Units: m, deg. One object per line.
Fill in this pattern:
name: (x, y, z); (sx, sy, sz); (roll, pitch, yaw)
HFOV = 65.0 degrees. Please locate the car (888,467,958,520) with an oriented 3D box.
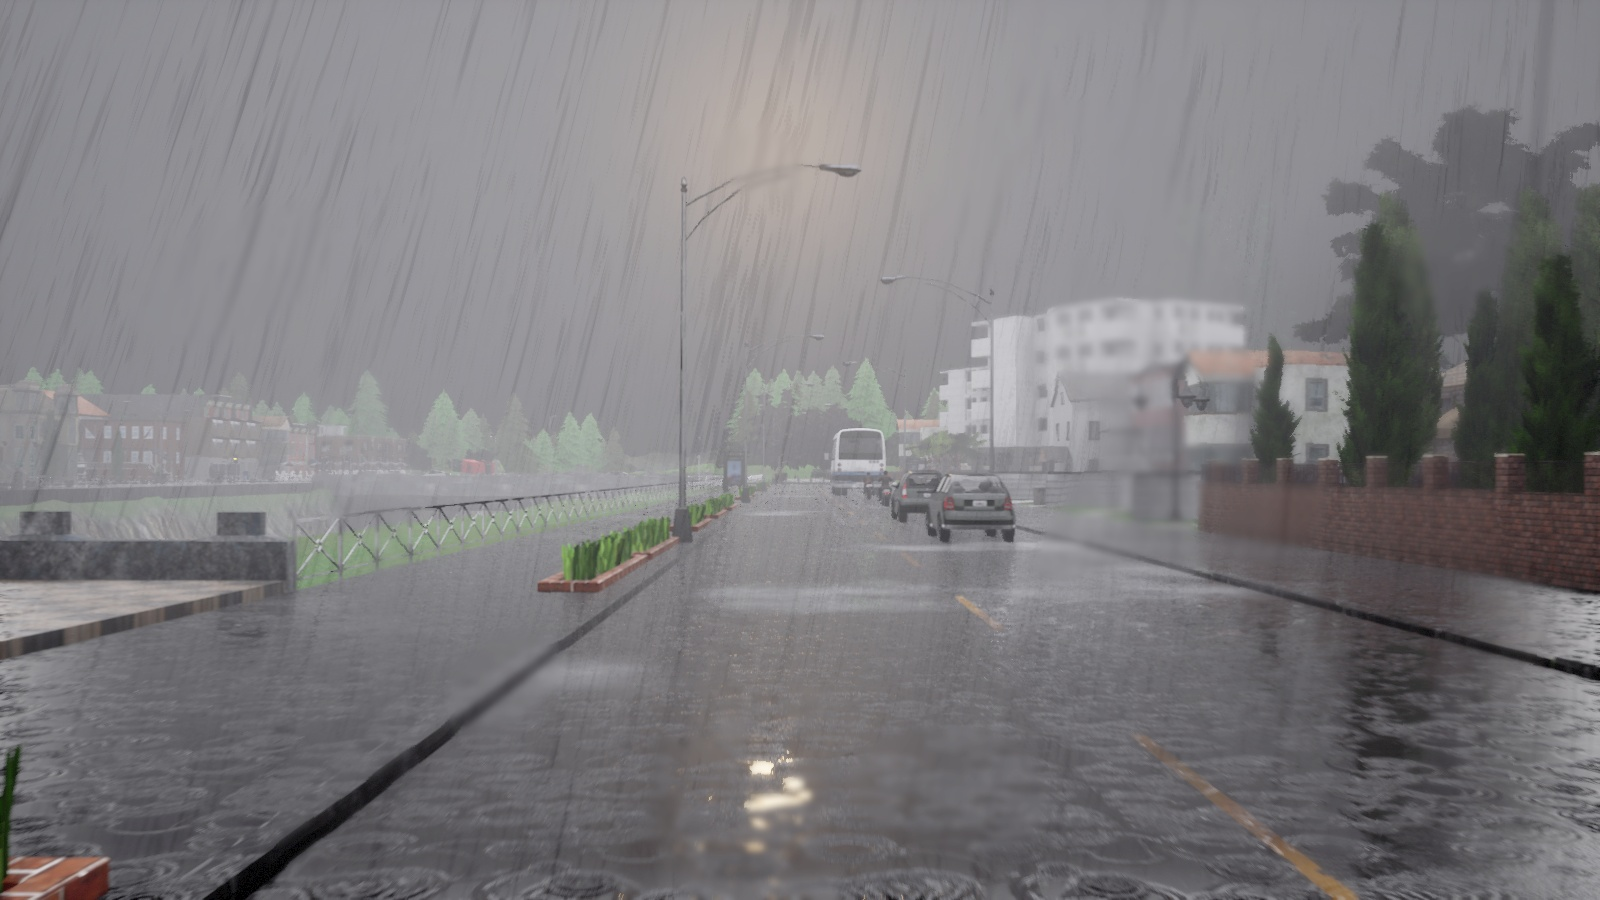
car: (3.905, 1.375, 40.478); (1.851, 1.617, 3.988); (0, -1, 0)

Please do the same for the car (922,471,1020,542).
car: (3.931, 1.270, 29.404); (1.789, 1.549, 3.705); (0, -1, 0)

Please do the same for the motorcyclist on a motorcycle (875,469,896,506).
motorcyclist on a motorcycle: (3.866, 1.703, 56.945); (0.766, 1.649, 2.350); (0, -1, 0)

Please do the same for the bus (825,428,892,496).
bus: (3.796, 0.837, 84.462); (3.944, 4.253, 10.273); (0, -1, 0)
